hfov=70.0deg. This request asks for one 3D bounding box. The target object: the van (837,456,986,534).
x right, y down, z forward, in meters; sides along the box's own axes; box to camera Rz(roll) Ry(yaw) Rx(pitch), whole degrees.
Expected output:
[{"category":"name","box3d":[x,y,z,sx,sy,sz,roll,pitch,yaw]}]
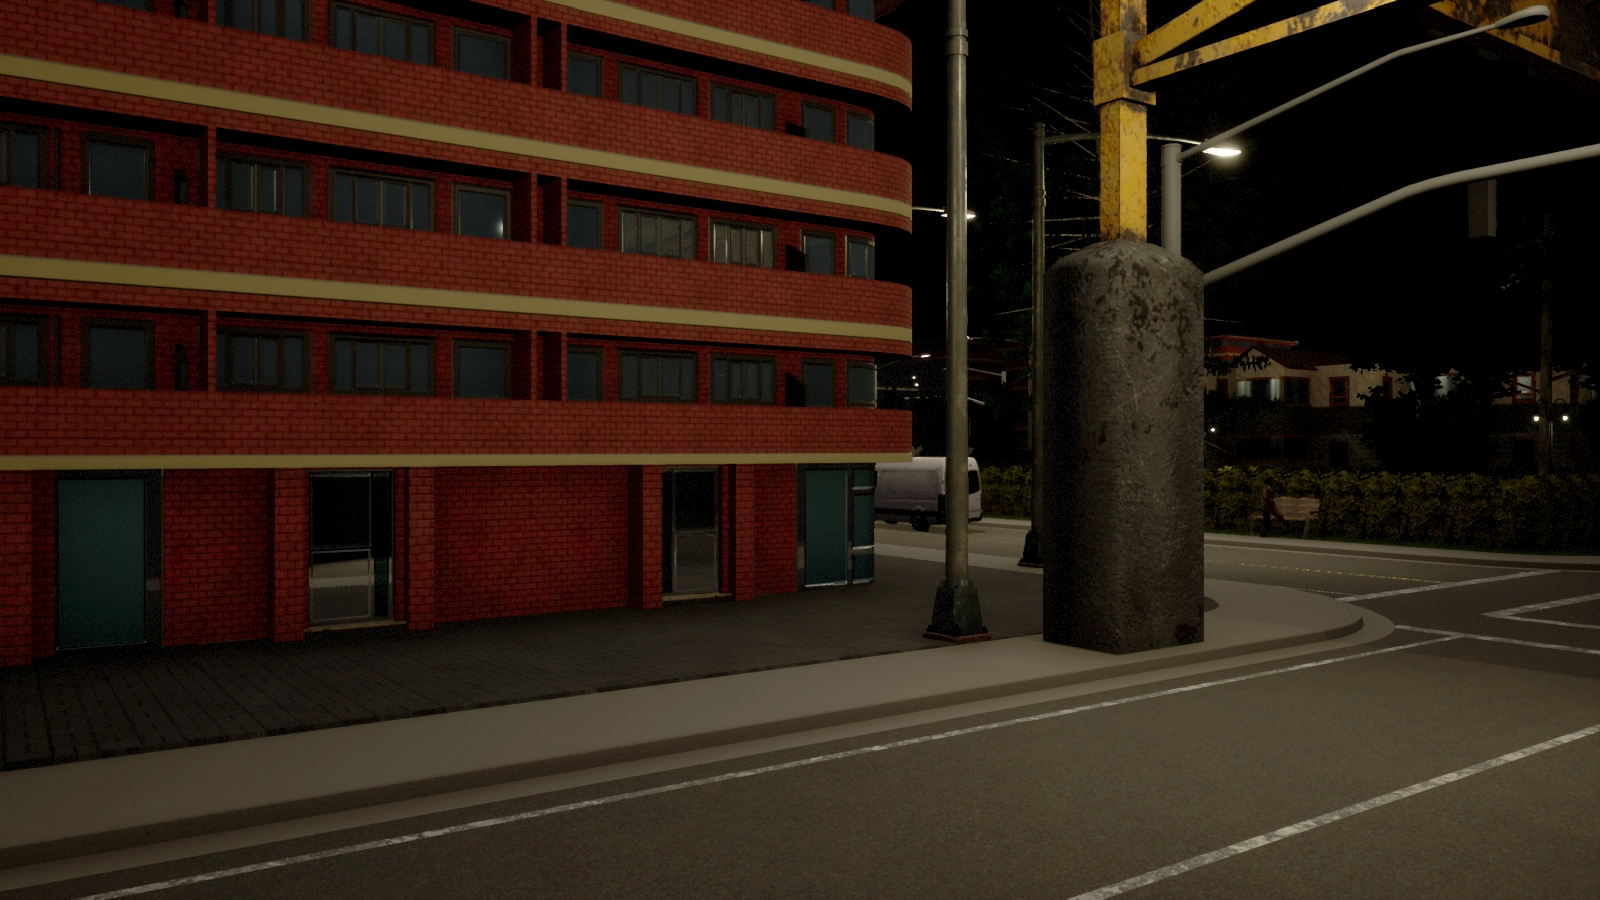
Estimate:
[{"category":"van","box3d":[3.873,1.523,40.936,1.988,2.561,5.915,0,0,-35]}]

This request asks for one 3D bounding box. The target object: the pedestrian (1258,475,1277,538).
[{"category":"pedestrian","box3d":[13.946,1.686,34.080,0.375,1.860,0.375,0,0,-33]}]
